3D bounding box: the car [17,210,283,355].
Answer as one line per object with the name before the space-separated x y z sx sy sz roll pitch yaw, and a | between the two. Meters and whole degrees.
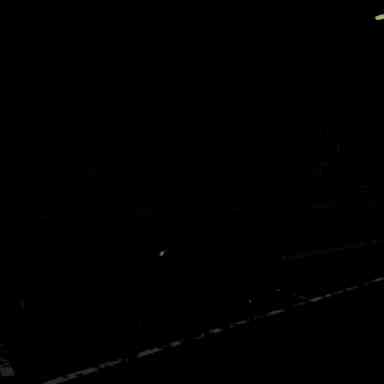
car | -0.413 1.321 6.277 5.009 1.841 2.192 0 0 -36
